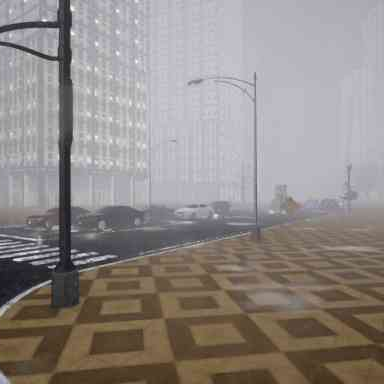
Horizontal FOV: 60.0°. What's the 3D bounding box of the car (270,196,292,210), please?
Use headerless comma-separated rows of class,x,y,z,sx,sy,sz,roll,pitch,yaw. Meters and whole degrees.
car,13.572,1.548,49.996,2.150,2.045,5.566,0,-1,32

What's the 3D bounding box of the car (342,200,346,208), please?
car,24.421,1.966,55.223,1.895,1.301,4.718,0,0,30

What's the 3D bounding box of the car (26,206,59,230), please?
car,-8.802,1.659,22.635,1.812,1.442,4.674,0,-1,34

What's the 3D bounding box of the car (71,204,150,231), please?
car,-5.307,1.606,21.997,1.882,1.535,5.008,0,-1,34

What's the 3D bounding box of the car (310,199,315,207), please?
car,19.101,1.831,52.762,1.882,1.535,5.008,0,0,31

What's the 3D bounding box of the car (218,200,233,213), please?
car,3.227,1.773,40.309,1.837,1.490,4.892,0,0,34

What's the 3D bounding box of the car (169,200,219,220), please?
car,0.280,1.718,30.187,1.812,1.442,4.674,0,0,34

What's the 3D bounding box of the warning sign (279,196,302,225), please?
warning sign,6.804,1.251,22.965,1.300,1.860,1.060,0,0,34

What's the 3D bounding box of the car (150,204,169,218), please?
car,-3.669,1.793,30.159,1.895,1.301,4.718,0,-1,34

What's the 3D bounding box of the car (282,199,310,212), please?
car,13.880,1.898,44.366,1.895,1.301,4.718,0,-1,33

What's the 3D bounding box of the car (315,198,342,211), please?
car,19.263,1.663,46.740,2.097,1.767,4.553,0,0,32
